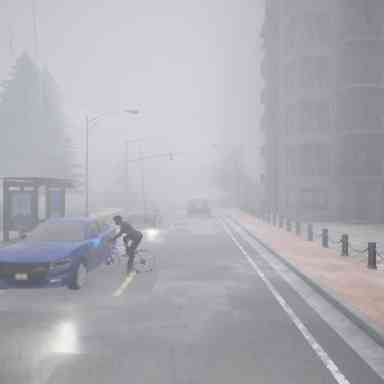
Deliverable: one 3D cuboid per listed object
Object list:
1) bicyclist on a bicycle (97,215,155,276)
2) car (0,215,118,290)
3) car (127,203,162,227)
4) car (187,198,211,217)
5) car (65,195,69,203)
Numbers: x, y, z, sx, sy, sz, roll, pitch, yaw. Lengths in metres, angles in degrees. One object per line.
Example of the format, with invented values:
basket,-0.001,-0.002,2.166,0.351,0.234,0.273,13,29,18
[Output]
bicyclist on a bicycle,-1.836,1.454,9.067,1.656,1.620,0.582,-2,0,1
car,-3.456,1.478,9.321,1.882,1.535,5.008,0,0,1
car,-3.177,1.526,22.959,1.812,1.442,4.674,0,0,2
car,0.656,1.352,30.951,2.097,1.767,4.553,0,0,1
car,-23.910,1.159,60.095,1.932,1.855,4.605,0,0,0
